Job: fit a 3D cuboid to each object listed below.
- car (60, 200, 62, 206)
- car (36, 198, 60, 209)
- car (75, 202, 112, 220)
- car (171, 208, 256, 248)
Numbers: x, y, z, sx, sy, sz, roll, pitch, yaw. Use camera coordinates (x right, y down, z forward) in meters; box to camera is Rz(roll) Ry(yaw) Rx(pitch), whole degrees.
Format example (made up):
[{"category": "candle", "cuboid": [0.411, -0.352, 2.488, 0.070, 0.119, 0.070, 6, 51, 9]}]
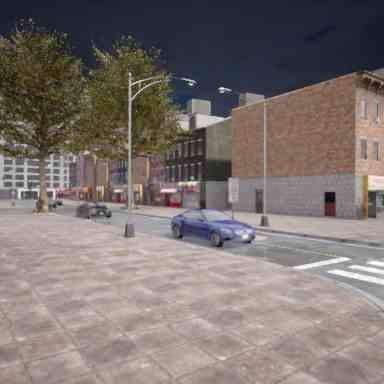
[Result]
[{"category": "car", "cuboid": [-22.018, 1.531, 52.497, 1.895, 1.301, 4.718, 0, 0, -35]}, {"category": "car", "cuboid": [-19.015, 1.488, 43.264, 1.837, 1.490, 4.892, 0, 0, -35]}, {"category": "car", "cuboid": [-8.250, 1.503, 27.769, 1.994, 1.385, 4.181, 0, 0, -35]}, {"category": "car", "cuboid": [0.749, 1.484, 14.949, 1.812, 1.442, 4.674, 0, 0, -35]}]
